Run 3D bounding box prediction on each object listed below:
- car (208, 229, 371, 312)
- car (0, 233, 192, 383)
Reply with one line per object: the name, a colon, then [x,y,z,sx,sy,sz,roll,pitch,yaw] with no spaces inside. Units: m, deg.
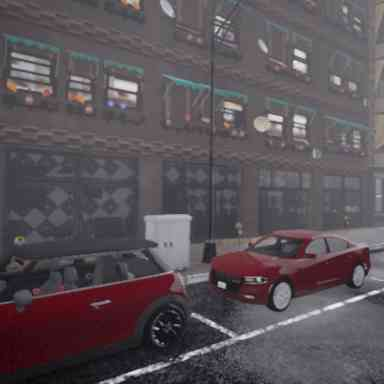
car: [2.421,1.593,7.819,4.507,1.381,1.887,1,0,-35]
car: [-2.085,1.447,4.603,4.097,1.590,1.967,1,0,-35]
